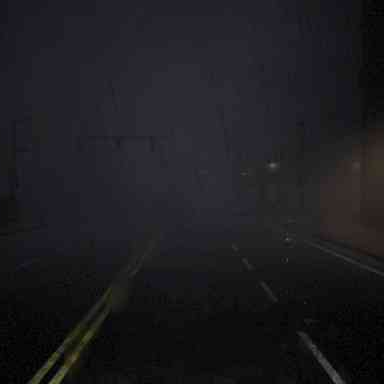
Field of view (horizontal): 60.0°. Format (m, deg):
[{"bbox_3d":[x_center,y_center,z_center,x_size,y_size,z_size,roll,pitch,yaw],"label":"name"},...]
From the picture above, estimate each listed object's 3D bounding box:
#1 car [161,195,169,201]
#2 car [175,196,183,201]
[{"bbox_3d":[-6.984,1.698,87.583,1.837,1.490,4.892,0,0,0],"label":"car"},{"bbox_3d":[-3.484,1.793,87.553,1.895,1.301,4.718,0,0,0],"label":"car"}]
